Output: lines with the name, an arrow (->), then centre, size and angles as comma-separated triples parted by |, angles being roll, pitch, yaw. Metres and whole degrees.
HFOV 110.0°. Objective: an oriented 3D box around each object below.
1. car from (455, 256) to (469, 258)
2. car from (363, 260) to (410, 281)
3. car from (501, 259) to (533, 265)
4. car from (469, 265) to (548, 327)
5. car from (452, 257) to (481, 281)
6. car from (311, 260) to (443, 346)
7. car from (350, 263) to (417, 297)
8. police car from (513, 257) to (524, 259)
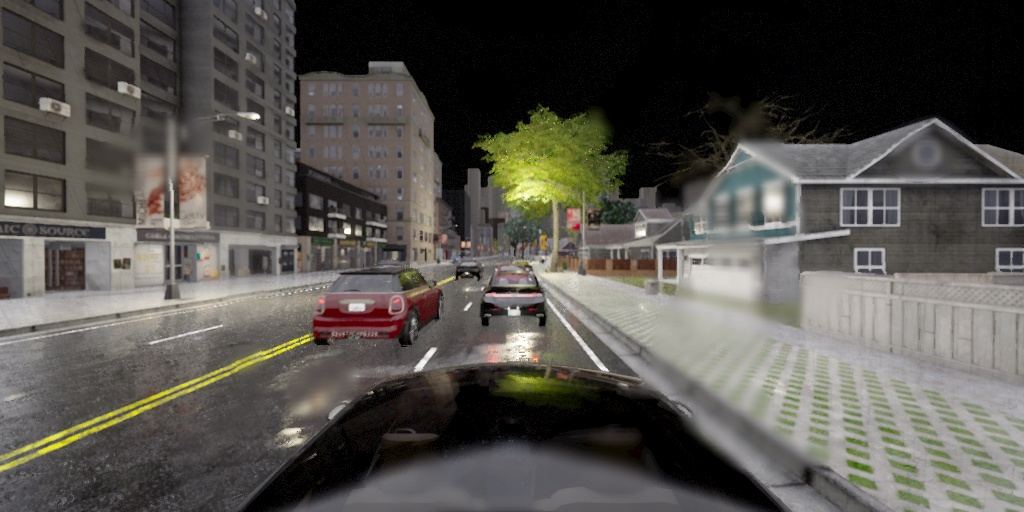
car -> -6.905, 0.851, 53.919 | 2.097, 1.767, 4.553 | 0, 0, 0
car -> -10.013, 1.119, 29.026 | 2.128, 1.511, 4.902 | 0, 0, 0
car -> -0.015, 1.145, 21.053 | 1.882, 1.535, 5.008 | 0, 0, 0
car -> 0.042, 1.201, 11.426 | 2.128, 1.511, 4.902 | 0, 0, 0
car -> -3.312, 1.107, 28.717 | 1.882, 1.535, 5.008 | 0, 0, 0
car -> -3.197, 1.071, 9.489 | 2.097, 1.767, 4.553 | 0, 0, 0
car -> -6.706, 1.180, 19.329 | 1.837, 1.490, 4.892 | 0, 0, 0
police car -> 0.798, 1.042, 31.268 | 1.930, 1.638, 5.238 | 0, 0, 0
